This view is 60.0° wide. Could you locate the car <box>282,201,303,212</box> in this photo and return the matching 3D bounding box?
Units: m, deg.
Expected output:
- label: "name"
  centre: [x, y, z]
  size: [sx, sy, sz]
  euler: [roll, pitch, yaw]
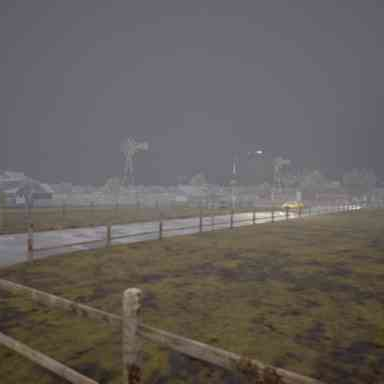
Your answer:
- label: "car"
  centre: [14.928, 2.127, 49.245]
  size: [1.882, 1.535, 5.008]
  euler: [1, 0, 36]
